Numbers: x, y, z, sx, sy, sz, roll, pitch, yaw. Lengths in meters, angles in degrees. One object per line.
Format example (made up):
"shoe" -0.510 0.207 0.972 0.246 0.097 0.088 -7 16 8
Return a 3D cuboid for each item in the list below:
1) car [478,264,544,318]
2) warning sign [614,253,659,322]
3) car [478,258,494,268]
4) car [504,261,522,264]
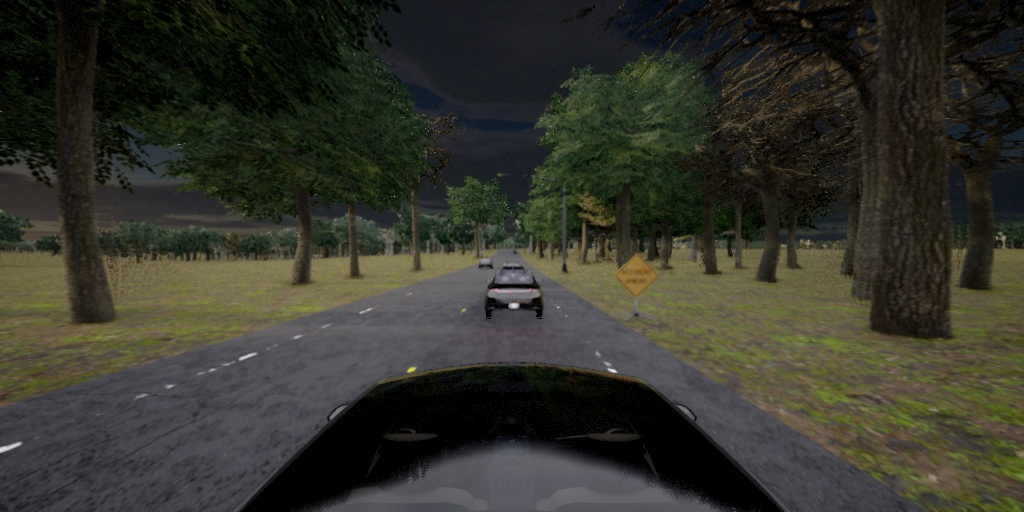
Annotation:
"car" 0.070 1.217 12.786 2.128 1.511 4.902 0 0 0
"warning sign" 3.551 0.850 10.321 1.300 1.860 1.060 0 0 0
"car" -3.571 1.003 49.538 1.882 1.535 5.008 0 1 0
"car" 0.074 1.149 28.072 2.128 1.511 4.902 0 0 0
